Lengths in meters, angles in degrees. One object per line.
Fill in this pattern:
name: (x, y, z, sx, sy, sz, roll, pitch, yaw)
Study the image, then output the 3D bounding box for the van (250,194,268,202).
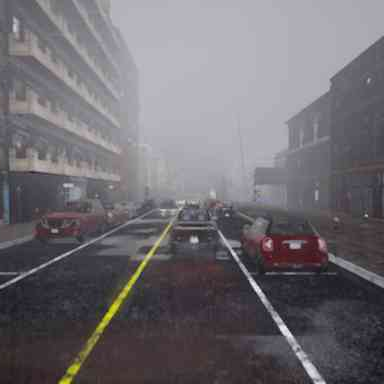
van: (14.682, 1.358, 72.606, 3.998, 1.788, 1.690, 0, 0, 0)

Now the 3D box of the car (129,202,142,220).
car: (-5.686, 1.514, 27.671, 2.008, 1.369, 4.403, 0, 0, 0)

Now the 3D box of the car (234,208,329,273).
car: (2.688, 1.424, 10.574, 1.967, 1.590, 4.097, 0, 0, 0)

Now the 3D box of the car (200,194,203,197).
car: (2.703, 1.475, 56.318, 1.752, 1.417, 4.829, 0, 0, 0)

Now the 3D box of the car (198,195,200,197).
car: (2.714, 1.400, 94.316, 1.967, 1.590, 4.097, 0, 0, 0)

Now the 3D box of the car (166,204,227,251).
car: (0.088, 1.472, 14.026, 2.128, 1.511, 4.902, 0, 0, 0)

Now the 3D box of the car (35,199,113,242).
car: (-5.691, 1.291, 16.277, 2.192, 1.841, 5.009, 0, 0, 0)

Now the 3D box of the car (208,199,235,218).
car: (2.695, 1.514, 27.664, 2.008, 1.369, 4.403, 0, 0, 0)

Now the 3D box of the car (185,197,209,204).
car: (0.095, 1.453, 29.679, 2.128, 1.511, 4.902, 0, 0, 0)

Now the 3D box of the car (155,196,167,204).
car: (-5.676, 1.474, 61.681, 1.752, 1.417, 4.829, 0, 0, 0)

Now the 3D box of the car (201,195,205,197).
car: (2.702, 1.495, 50.450, 1.887, 1.381, 4.507, 0, 0, 0)

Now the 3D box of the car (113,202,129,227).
car: (-5.688, 1.409, 21.974, 1.967, 1.590, 4.097, 0, 0, 0)

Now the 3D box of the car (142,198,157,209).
car: (-5.681, 1.518, 44.761, 1.947, 1.339, 4.313, 0, 0, 0)

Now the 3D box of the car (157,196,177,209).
car: (-3.073, 1.516, 44.324, 1.994, 1.385, 4.181, 0, 0, 0)

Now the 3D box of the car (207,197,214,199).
car: (2.698, 1.500, 39.056, 1.887, 1.381, 4.507, 0, 0, 0)
